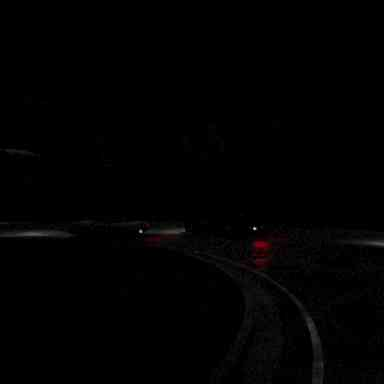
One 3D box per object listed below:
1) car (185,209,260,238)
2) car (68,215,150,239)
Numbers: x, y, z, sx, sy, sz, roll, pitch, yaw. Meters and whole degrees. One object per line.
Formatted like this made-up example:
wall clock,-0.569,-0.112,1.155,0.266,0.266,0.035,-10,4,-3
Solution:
car,1.680,1.804,19.869,4.892,1.490,1.837,-2,-3,43
car,-5.002,2.003,19.857,4.718,1.301,1.895,-1,-1,21
